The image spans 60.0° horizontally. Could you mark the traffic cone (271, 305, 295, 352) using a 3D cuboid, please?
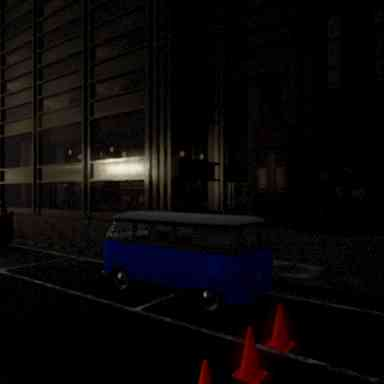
[{"bbox_3d":[1.296,1.956,4.892,0.340,0.580,0.340,0,0,36],"label":"traffic cone"}]

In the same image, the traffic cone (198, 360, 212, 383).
[{"bbox_3d":[0.129,1.956,3.268,0.340,0.580,0.340,0,0,36],"label":"traffic cone"}]

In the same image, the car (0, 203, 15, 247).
[{"bbox_3d":[-9.363,1.320,13.834,5.009,1.841,2.192,0,0,36],"label":"car"}]

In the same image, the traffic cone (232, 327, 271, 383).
[{"bbox_3d":[0.713,1.956,4.080,0.340,0.580,0.340,0,0,36],"label":"traffic cone"}]

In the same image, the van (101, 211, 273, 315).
[{"bbox_3d":[-0.254,1.343,7.286,3.998,1.788,1.690,0,0,36],"label":"van"}]
